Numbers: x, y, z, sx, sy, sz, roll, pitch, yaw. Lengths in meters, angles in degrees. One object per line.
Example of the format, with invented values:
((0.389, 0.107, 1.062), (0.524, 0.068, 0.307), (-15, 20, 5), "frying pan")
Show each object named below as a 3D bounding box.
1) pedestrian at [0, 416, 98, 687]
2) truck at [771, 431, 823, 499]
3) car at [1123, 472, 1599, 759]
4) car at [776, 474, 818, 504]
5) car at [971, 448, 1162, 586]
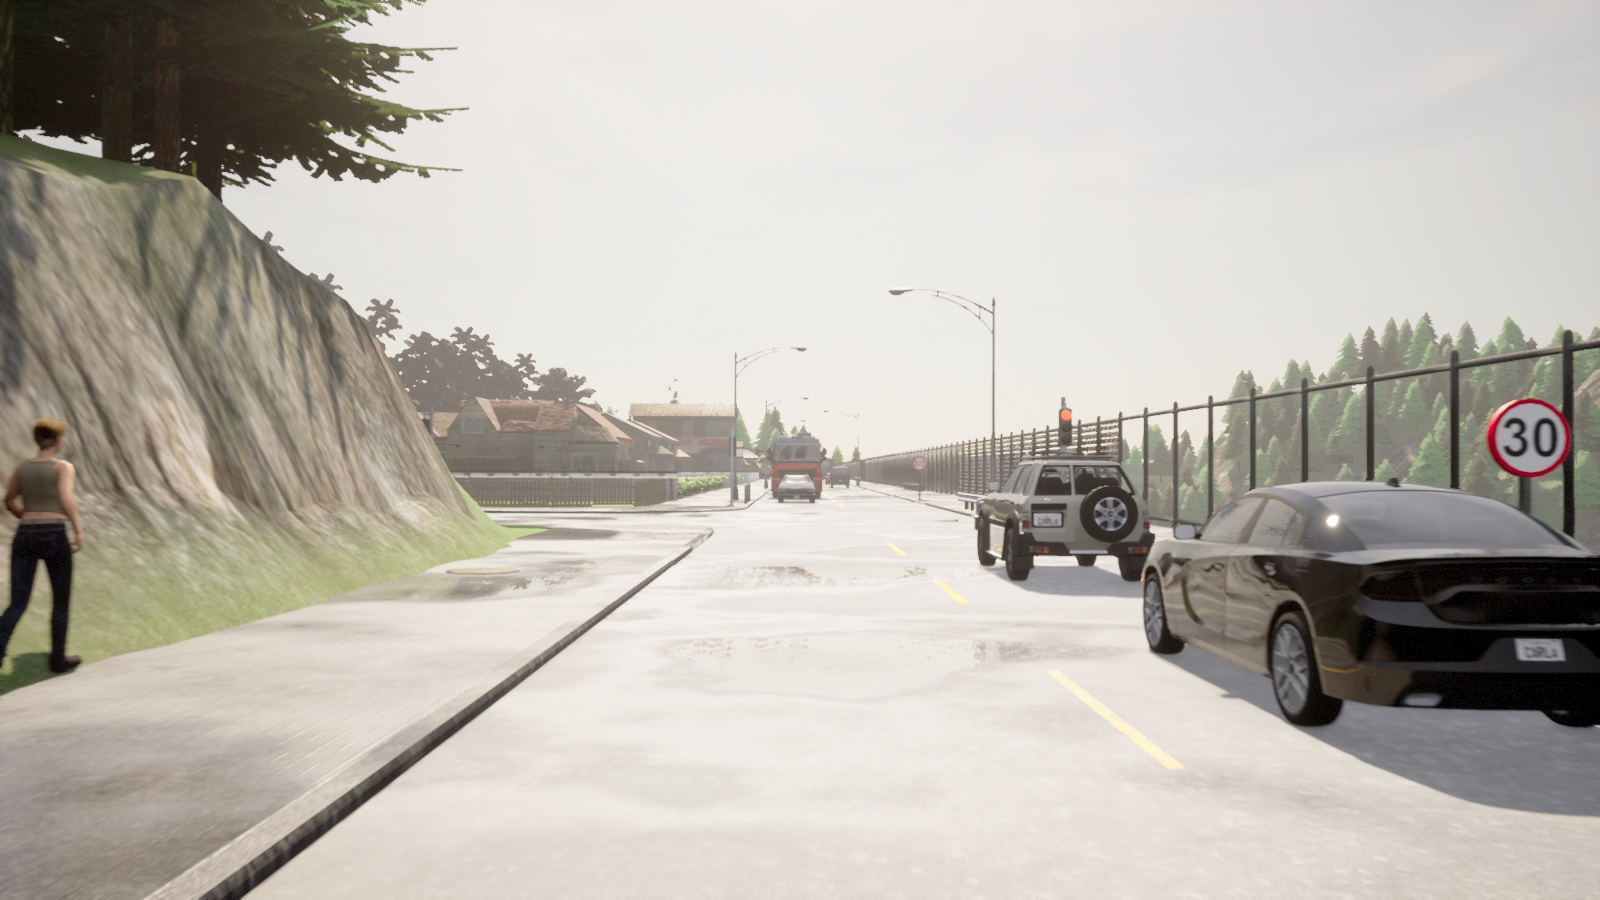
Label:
((-5.279, 0.694, 8.826), (0.345, 1.836, 0.594), (0, -1, 0), "pedestrian")
((-0.187, 0.908, 74.988), (2.891, 3.827, 8.468), (0, -1, 0), "truck")
((3.976, 0.932, 9.265), (1.882, 1.535, 5.008), (0, -1, 0), "car")
((-0.153, 1.923, 63.259), (2.033, 1.411, 5.357), (0, -1, 0), "car")
((3.919, 0.939, 19.289), (1.932, 1.855, 4.605), (0, -1, 0), "car")
